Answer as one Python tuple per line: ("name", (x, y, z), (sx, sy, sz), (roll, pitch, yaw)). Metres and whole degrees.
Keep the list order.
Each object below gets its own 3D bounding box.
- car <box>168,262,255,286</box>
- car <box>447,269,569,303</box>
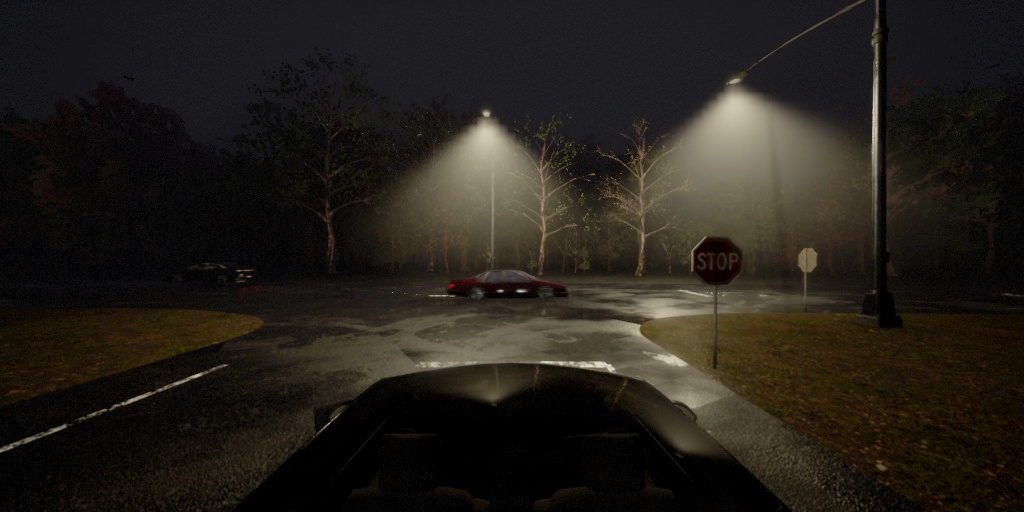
("car", (-19.631, 1.138, 23.515), (4.902, 1.511, 2.128), (0, 0, 1))
("car", (-0.186, 1.304, 16.240), (5.357, 1.411, 2.033), (0, 0, 0))
